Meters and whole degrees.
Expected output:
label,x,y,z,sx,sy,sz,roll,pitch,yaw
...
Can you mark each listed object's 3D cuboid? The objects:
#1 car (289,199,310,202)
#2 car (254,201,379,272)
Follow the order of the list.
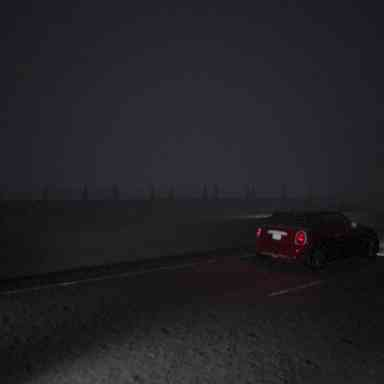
label,x,y,z,sx,sy,sz,roll,pitch,yaw
car,10.542,1.469,32.992,5.008,1.535,1.882,0,0,-35
car,4.239,1.343,11.065,4.553,1.767,2.097,0,0,-36
